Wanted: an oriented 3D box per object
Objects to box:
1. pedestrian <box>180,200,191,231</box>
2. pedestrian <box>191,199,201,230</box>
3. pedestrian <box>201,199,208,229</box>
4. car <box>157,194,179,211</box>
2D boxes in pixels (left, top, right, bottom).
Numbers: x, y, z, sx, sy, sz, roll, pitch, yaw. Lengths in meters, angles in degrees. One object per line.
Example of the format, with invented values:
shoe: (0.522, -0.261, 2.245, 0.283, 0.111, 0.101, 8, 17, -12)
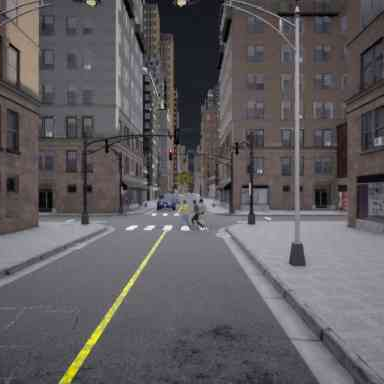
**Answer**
pedestrian: (-0.367, 1.298, 19.258, 0.375, 1.860, 0.375, 0, 0, 0)
pedestrian: (0.208, 1.298, 19.797, 0.375, 1.860, 0.375, 0, 0, 0)
pedestrian: (0.660, 1.298, 20.473, 0.375, 1.860, 0.375, 0, 0, 0)
car: (-3.138, 1.234, 41.544, 2.150, 2.045, 5.566, 0, 0, -1)
